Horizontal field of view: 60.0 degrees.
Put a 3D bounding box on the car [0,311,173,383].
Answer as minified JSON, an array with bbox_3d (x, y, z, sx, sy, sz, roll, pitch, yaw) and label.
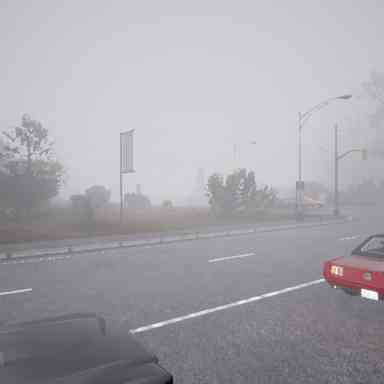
[{"bbox_3d":[-2.394,1.601,2.028,4.718,1.301,1.895,0,0,-36],"label":"car"}]

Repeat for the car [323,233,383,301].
[{"bbox_3d":[5.054,1.570,7.366,4.718,1.301,1.895,0,0,-36],"label":"car"}]

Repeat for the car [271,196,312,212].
[{"bbox_3d":[10.141,1.404,36.090,1.895,1.301,4.718,-1,0,-39],"label":"car"}]

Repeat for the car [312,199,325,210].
[{"bbox_3d":[12.766,1.252,38.413,1.882,1.535,5.008,-1,0,-39],"label":"car"}]

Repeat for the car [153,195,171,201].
[{"bbox_3d":[-6.714,1.330,73.992,1.895,1.301,4.718,-1,0,-38],"label":"car"}]

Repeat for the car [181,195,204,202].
[{"bbox_3d":[0.018,1.276,65.724,2.033,1.411,5.357,-1,0,-38],"label":"car"}]
